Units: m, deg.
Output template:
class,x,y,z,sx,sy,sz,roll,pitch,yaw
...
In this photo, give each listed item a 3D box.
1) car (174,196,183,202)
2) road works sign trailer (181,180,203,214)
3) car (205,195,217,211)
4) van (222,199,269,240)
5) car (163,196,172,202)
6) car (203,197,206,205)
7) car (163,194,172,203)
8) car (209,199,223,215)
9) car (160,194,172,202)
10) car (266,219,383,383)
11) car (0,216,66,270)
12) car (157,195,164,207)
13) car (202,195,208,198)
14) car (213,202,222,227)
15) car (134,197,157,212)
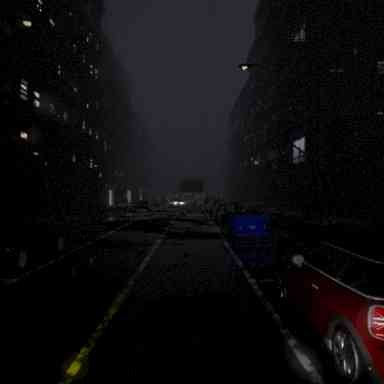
class,x,y,z,sx,sy,sz,roll,pitch,yaw
car,-3.001,1.515,75.929,1.895,1.301,4.718,0,0,0
road works sign trailer,0.000,0.453,34.685,2.380,3.560,2.880,0,0,0
car,2.692,1.429,33.553,1.967,1.590,4.097,0,0,0
van,2.692,1.337,16.643,1.690,1.788,3.998,0,0,0
car,-5.690,1.541,78.648,1.802,1.307,4.206,0,0,0
car,2.692,1.537,39.188,2.008,1.369,4.403,0,0,0
car,-5.689,1.408,67.375,1.967,1.590,4.097,0,0,0
car,2.692,1.536,27.916,1.887,1.381,4.507,0,0,0
car,-5.688,1.278,73.011,2.192,1.841,5.009,0,0,0
car,2.692,1.439,5.370,1.967,1.590,4.097,0,0,0
car,-5.689,1.542,11.010,1.887,1.381,4.507,0,0,0
car,-5.689,1.505,50.295,1.752,1.417,4.829,0,0,0
car,2.693,1.295,50.461,2.192,1.841,5.009,0,0,0
car,2.691,1.560,22.280,1.947,1.339,4.313,0,0,0
car,-5.689,1.552,39.191,1.947,1.339,4.313,0,0,0
